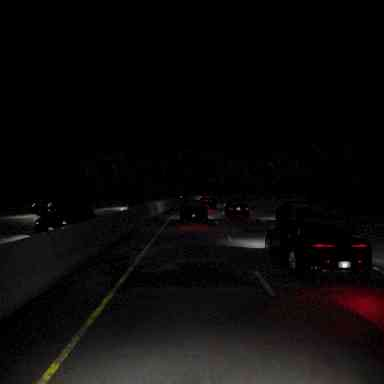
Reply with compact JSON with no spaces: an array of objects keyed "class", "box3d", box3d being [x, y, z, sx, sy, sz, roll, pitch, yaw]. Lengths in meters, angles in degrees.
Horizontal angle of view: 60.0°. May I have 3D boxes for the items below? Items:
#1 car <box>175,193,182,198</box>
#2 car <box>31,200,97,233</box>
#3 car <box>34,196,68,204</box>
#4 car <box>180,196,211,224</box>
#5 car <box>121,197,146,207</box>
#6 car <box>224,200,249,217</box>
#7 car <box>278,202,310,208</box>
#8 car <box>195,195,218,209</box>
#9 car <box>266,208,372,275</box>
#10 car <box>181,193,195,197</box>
[{"class":"car","box3d":[-2.037,0.934,72.694,1.837,1.490,4.892,0,0,26]},{"class":"car","box3d":[-7.079,1.440,19.240,2.033,1.411,5.357,0,0,0]},{"class":"car","box3d":[-13.535,1.173,32.207,2.097,1.767,4.553,0,0,5]},{"class":"car","box3d":[0.172,1.345,23.840,1.882,1.535,5.008,0,1,1]},{"class":"car","box3d":[-7.997,1.346,45.862,1.895,1.301,4.718,0,0,12]},{"class":"car","box3d":[3.841,1.387,28.835,2.033,1.411,5.357,0,0,3]},{"class":"car","box3d":[7.143,1.396,23.240,1.812,1.442,4.674,0,0,1]},{"class":"car","box3d":[2.097,1.259,41.840,2.128,1.511,4.902,0,0,11]},{"class":"car","box3d":[3.600,1.447,10.266,1.837,1.490,4.892,0,0,0]},{"class":"car","box3d":[0.253,1.190,60.823,1.812,1.442,4.674,0,0,22]}]
